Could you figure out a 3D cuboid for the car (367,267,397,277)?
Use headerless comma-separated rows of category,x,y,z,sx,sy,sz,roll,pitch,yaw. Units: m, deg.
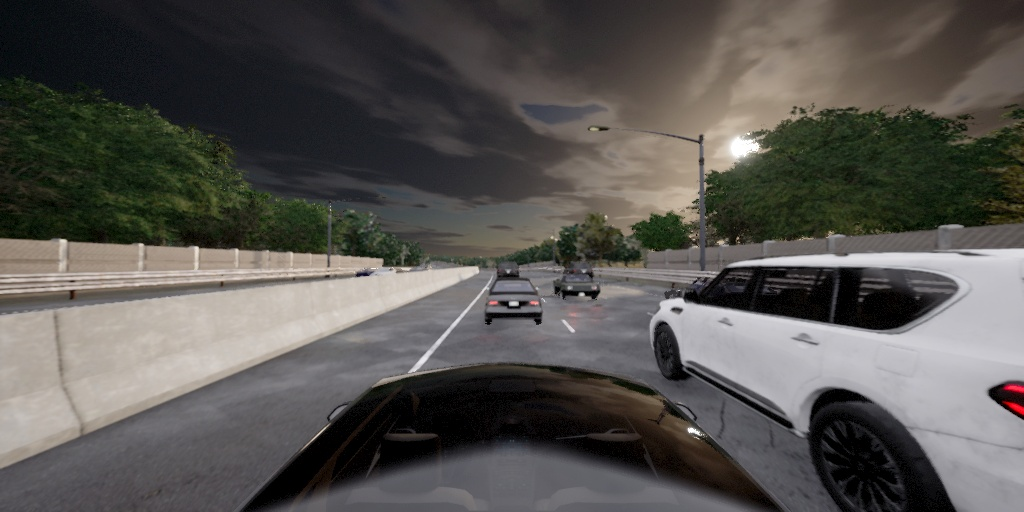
car,-14.810,2.058,41.832,1.812,1.442,4.674,0,-1,-2

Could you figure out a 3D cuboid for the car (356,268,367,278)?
car,-18.448,2.238,46.263,1.895,1.301,4.718,0,-1,-2

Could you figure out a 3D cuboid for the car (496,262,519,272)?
car,-0.428,1.614,35.815,2.150,2.045,5.566,0,-1,-2

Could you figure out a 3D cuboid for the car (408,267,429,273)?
car,-11.368,2.067,43.808,2.128,1.511,4.902,0,-1,-2

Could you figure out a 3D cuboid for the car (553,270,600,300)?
car,3.433,1.661,20.024,1.895,1.301,4.718,0,-1,-1

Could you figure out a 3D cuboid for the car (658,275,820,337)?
car,7.034,1.446,12.066,2.033,1.411,5.357,0,-1,-1

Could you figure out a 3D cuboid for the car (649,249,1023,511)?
car,3.590,0.997,4.191,2.150,2.045,5.566,0,-1,0

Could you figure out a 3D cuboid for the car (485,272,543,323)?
car,0.028,1.462,12.776,2.033,1.411,5.357,0,-1,-1

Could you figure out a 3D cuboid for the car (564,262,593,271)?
car,6.573,1.612,35.875,2.150,2.045,5.566,0,-1,-2
